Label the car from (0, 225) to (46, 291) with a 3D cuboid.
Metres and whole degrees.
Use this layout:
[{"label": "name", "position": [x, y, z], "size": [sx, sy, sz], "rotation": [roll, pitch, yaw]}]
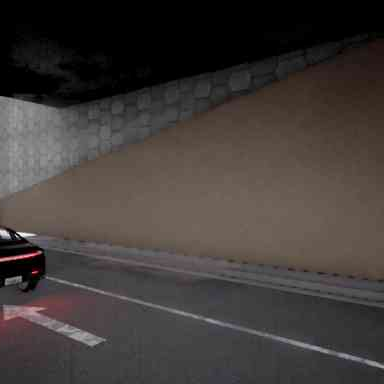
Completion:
[{"label": "car", "position": [-5.402, 1.491, 7.805], "size": [4.902, 1.511, 2.128], "rotation": [0, 0, 35]}]
